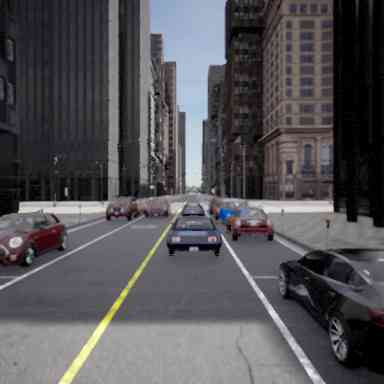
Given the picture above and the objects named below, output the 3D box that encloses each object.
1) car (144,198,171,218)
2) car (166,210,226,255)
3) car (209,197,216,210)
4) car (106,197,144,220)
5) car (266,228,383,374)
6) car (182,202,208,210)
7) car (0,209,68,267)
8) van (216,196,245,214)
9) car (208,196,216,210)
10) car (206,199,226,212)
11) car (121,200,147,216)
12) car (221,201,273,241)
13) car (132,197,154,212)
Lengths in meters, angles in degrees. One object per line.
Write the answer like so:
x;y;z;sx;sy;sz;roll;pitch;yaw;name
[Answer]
-3.081;1.370;30.572;2.097;1.767;4.553;0;0;0;car
0.085;1.608;13.256;1.895;1.301;4.718;0;0;0;car
2.763;1.456;27.998;1.967;1.590;4.097;0;0;0;car
-5.763;1.331;27.998;2.192;1.841;5.009;0;0;0;car
2.761;1.569;5.591;1.947;1.339;4.313;0;0;0;car
0.086;1.580;29.057;1.994;1.385;4.181;0;0;0;car
-5.764;1.446;11.191;1.967;1.590;4.097;0;0;0;car
2.762;1.354;22.397;1.690;1.788;3.998;0;0;0;van
2.763;1.334;33.601;2.192;1.841;5.009;0;0;0;car
2.764;1.574;39.202;2.008;1.369;4.403;0;0;0;car
-5.762;1.544;33.430;1.752;1.417;4.829;0;0;0;car
2.762;1.450;16.795;1.967;1.590;4.097;0;0;0;car
-5.762;1.463;39.202;1.967;1.590;4.097;0;0;0;car
